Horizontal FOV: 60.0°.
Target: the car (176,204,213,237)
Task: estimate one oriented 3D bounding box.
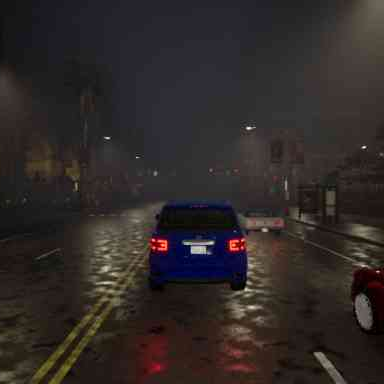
[{"bbox_3d":[0.146,1.505,19.019,1.837,1.490,4.892,0,0,0],"label":"car"}]

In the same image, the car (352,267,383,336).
[{"bbox_3d":[3.644,1.477,3.652,1.882,1.535,5.008,0,0,0],"label":"car"}]

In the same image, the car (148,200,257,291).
[{"bbox_3d":[0.121,1.221,9.157,2.150,2.045,5.566,0,0,0],"label":"car"}]

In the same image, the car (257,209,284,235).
[{"bbox_3d":[3.644,1.600,18.780,1.895,1.301,4.718,0,0,0],"label":"car"}]
